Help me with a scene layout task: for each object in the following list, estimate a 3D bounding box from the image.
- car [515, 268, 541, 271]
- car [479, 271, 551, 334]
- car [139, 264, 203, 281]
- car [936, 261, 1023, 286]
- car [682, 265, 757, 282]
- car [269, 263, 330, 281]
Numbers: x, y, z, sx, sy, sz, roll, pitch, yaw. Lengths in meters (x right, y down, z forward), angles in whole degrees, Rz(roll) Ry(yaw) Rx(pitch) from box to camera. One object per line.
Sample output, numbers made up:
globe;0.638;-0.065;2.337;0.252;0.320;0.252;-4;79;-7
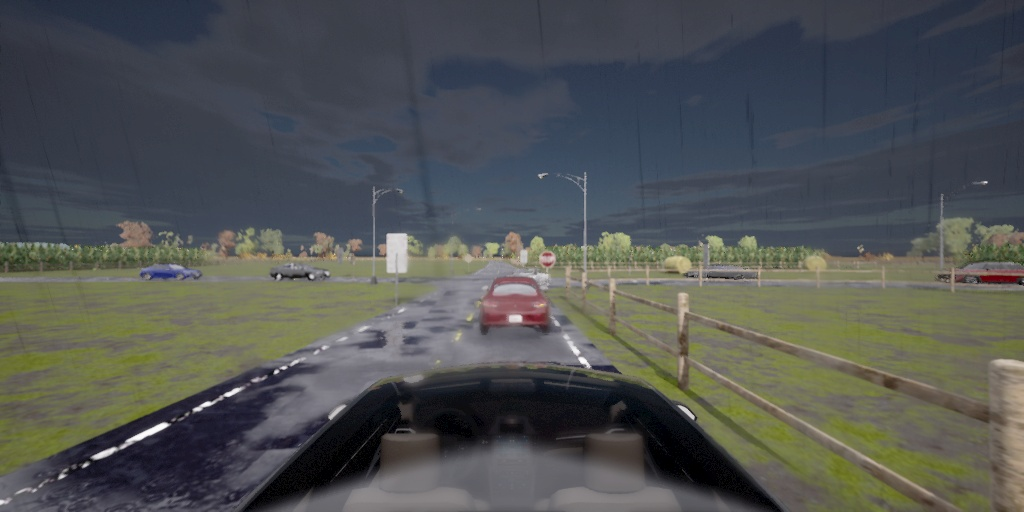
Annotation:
car;1.191;1.466;23.564;1.895;1.301;4.718;0;0;19
car;0.076;1.322;10.651;1.812;1.442;4.674;0;-1;0
car;-30.074;1.421;31.684;4.674;1.442;1.812;0;0;0
car;34.737;1.250;26.486;4.553;1.767;2.097;0;0;14
car;17.407;1.447;30.235;5.357;1.411;2.033;0;0;10
car;-18.502;1.388;31.369;4.902;1.511;2.128;0;0;2
